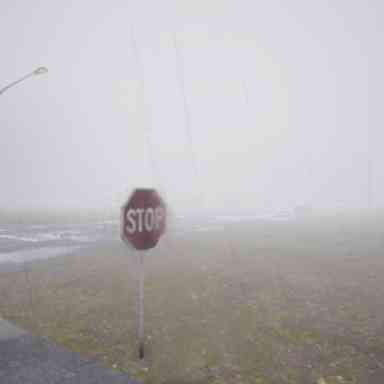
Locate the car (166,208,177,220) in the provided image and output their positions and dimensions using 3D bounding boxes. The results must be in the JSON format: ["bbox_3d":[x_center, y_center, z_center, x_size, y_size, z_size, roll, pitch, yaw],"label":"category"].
[{"bbox_3d":[-3.409,2.182,33.363,1.994,1.385,4.181,0,0,36],"label":"car"}]

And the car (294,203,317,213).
[{"bbox_3d":[16.510,2.363,48.988,1.812,1.442,4.674,0,-1,36],"label":"car"}]

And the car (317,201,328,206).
[{"bbox_3d":[32.615,2.822,83.251,1.994,1.385,4.181,0,-1,36],"label":"car"}]
